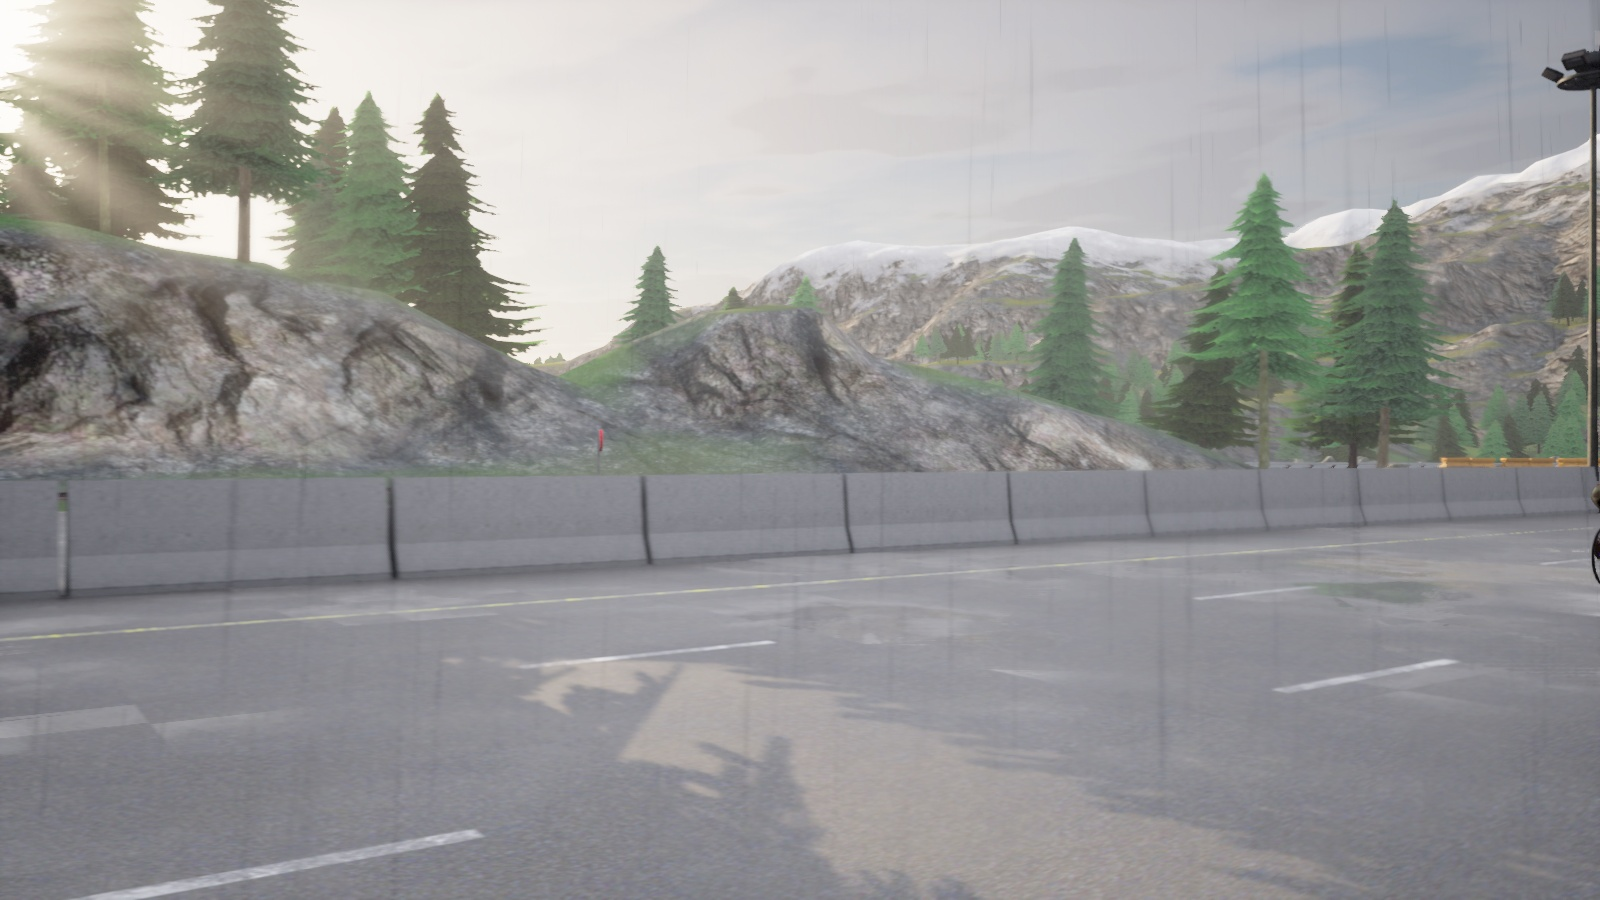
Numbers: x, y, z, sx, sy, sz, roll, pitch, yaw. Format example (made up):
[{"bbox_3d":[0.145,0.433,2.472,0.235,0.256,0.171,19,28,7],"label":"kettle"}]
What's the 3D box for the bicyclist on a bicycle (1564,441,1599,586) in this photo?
[{"bbox_3d":[9.579,0.713,14.591,1.656,1.620,0.582,0,0,-35],"label":"bicyclist on a bicycle"}]
